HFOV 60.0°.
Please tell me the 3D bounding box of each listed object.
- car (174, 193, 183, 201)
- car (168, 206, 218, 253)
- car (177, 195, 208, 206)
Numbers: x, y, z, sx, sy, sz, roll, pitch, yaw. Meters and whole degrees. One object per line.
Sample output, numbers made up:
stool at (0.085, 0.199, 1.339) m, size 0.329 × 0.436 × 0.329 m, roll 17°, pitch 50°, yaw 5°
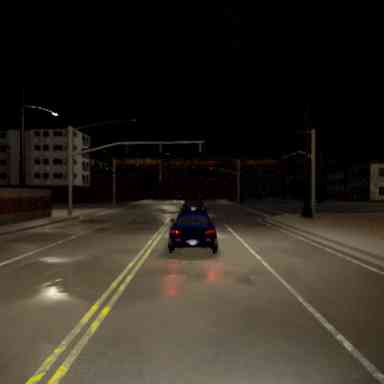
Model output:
car at (-3.436, 1.214, 85.842) m, size 2.150 × 2.045 × 5.566 m, roll 0°, pitch 0°, yaw 2°
car at (0.052, 1.524, 13.599) m, size 1.812 × 1.442 × 4.674 m, roll 0°, pitch 0°, yaw 1°
car at (0.203, 1.349, 27.447) m, size 2.097 × 1.767 × 4.553 m, roll 0°, pitch 0°, yaw 3°
